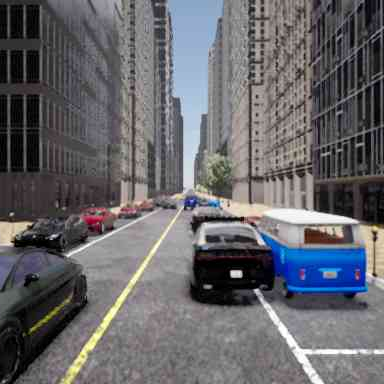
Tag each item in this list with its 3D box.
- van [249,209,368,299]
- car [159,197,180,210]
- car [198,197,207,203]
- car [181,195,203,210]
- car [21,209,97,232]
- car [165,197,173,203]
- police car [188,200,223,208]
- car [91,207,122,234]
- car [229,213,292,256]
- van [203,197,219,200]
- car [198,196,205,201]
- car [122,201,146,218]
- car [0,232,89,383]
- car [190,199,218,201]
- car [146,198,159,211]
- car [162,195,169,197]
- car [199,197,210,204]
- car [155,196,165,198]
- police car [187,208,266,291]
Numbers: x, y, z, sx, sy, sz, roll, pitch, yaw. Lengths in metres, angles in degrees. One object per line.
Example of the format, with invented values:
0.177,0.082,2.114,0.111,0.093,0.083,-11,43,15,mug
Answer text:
2.682,1.379,8.313,1.690,1.788,3.998,0,0,0,van
-3.112,1.762,46.681,1.994,1.385,4.181,0,0,0,car
2.646,1.871,82.373,2.008,1.369,4.403,0,0,0,car
-0.020,1.416,45.765,2.150,2.045,5.566,0,0,0,car
-5.701,1.629,14.005,1.947,1.339,4.313,0,0,0,car
-5.734,1.902,82.370,1.802,1.307,4.206,0,0,0,car
0.890,1.511,19.307,1.930,1.638,5.238,0,0,0,police car
-5.703,1.632,19.702,1.887,1.381,4.507,0,0,0,car
2.680,1.645,14.008,1.802,1.307,4.206,0,0,0,car
2.665,1.523,42.495,1.690,1.788,3.998,0,0,0,van
2.640,1.904,93.767,2.008,1.369,4.403,0,0,0,car
-5.709,1.718,31.096,1.802,1.307,4.206,0,0,0,car
-3.103,1.587,5.061,1.994,1.385,4.181,0,0,0,car
0.887,1.568,25.386,1.801,1.575,5.366,0,0,0,car
-5.715,1.764,42.490,1.802,1.307,4.206,0,0,0,car
-5.724,1.559,59.581,2.192,1.841,5.009,0,0,0,car
2.652,1.834,70.978,2.008,1.369,4.403,0,0,0,car
-5.720,1.790,53.884,1.947,1.339,4.313,0,0,0,car
0.895,1.467,9.307,1.930,1.638,5.238,0,0,0,police car
